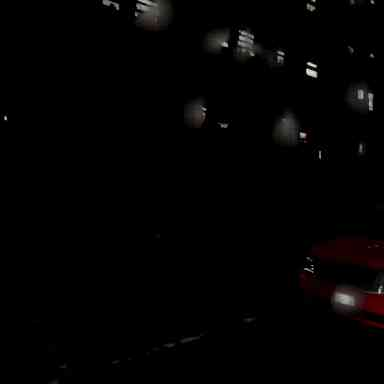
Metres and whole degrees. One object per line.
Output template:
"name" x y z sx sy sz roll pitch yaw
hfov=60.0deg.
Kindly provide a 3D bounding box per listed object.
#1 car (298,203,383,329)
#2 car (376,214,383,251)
"car" 4.483 1.225 6.462 5.566 2.045 2.150 0 0 -35
"car" 9.420 1.568 13.310 4.313 1.339 1.947 0 0 -36
